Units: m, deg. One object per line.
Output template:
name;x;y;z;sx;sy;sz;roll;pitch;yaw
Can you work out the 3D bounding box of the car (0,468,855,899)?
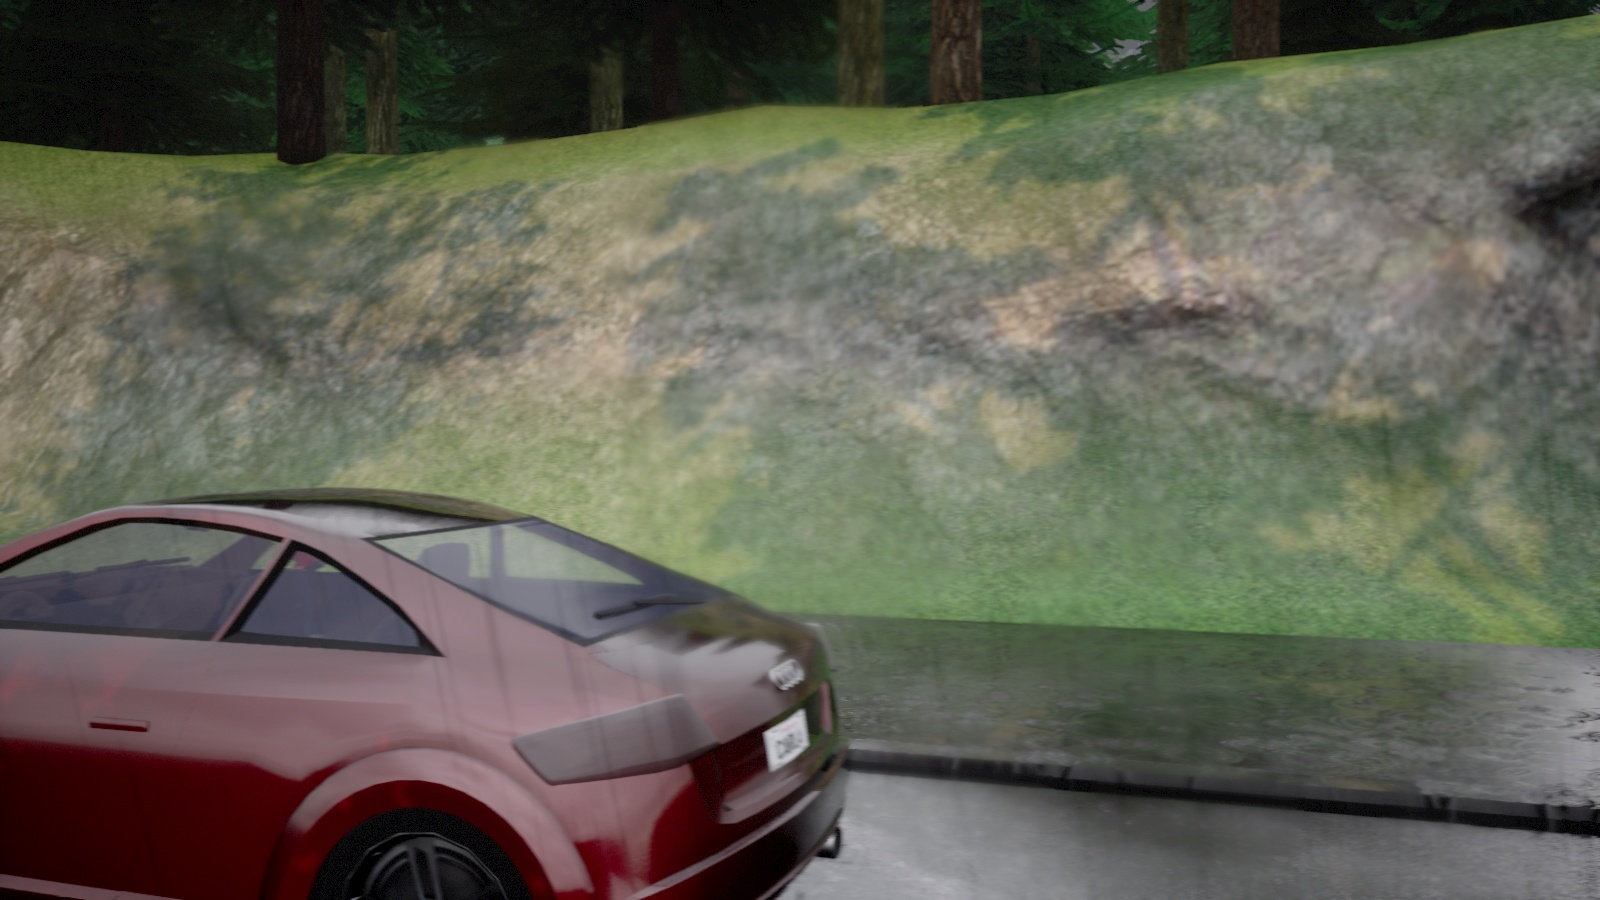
car;-2.095;0.812;4.427;4.181;1.385;1.994;1;1;19
